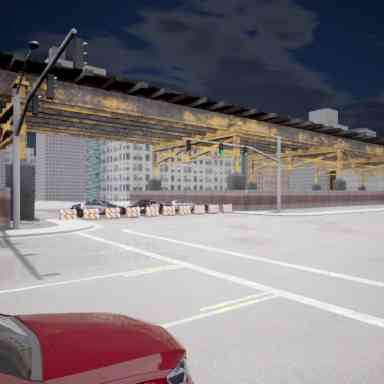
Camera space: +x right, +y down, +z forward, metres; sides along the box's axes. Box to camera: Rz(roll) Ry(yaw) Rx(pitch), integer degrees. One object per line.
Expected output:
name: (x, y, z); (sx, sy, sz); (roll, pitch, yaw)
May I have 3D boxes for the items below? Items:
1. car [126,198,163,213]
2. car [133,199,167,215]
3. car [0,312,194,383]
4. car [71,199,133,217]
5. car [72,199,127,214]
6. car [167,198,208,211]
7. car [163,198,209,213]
car: (-4.615, 1.295, 33.143); (1.853, 1.218, 4.536); (0, 0, 18)
car: (-4.631, 1.453, 33.093); (2.038, 1.542, 4.974); (0, 0, 18)
car: (-2.141, 1.526, 2.240); (4.674, 1.442, 1.812); (0, 0, -35)
car: (-8.370, 1.453, 30.399); (4.974, 1.542, 2.038); (0, 0, 8)
car: (-8.421, 1.295, 30.406); (4.536, 1.218, 1.853); (0, 0, 8)
car: (-0.781, 1.295, 36.856); (4.536, 1.218, 1.853); (0, 0, -7)
car: (-0.730, 1.453, 36.862); (4.974, 1.542, 2.038); (0, 0, -7)
